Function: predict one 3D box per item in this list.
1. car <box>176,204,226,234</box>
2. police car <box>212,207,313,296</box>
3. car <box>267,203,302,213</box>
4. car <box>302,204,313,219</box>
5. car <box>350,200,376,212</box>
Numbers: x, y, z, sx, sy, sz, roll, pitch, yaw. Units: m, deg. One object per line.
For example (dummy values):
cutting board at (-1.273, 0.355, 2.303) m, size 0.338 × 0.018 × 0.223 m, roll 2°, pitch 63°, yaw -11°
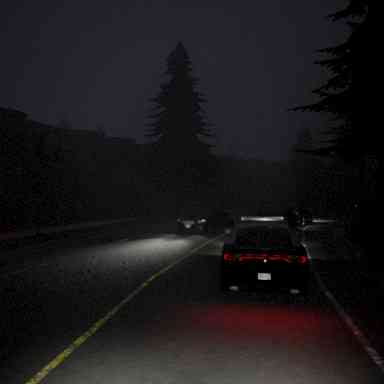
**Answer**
car at (0.747, 1.491, 19.380) m, size 2.128 × 1.511 × 4.902 m, roll 0°, pitch 0°, yaw 23°
police car at (1.883, 1.425, 8.951) m, size 1.930 × 1.638 × 5.238 m, roll 0°, pitch 0°, yaw 11°
car at (4.574, 1.478, 17.856) m, size 1.882 × 1.535 × 5.008 m, roll 0°, pitch 0°, yaw 23°
car at (7.061, 1.506, 22.934) m, size 1.837 × 1.490 × 4.892 m, roll 0°, pitch 0°, yaw 30°
car at (20.243, 1.564, 38.666) m, size 4.181 × 1.385 × 1.994 m, roll 0°, pitch 0°, yaw -34°
